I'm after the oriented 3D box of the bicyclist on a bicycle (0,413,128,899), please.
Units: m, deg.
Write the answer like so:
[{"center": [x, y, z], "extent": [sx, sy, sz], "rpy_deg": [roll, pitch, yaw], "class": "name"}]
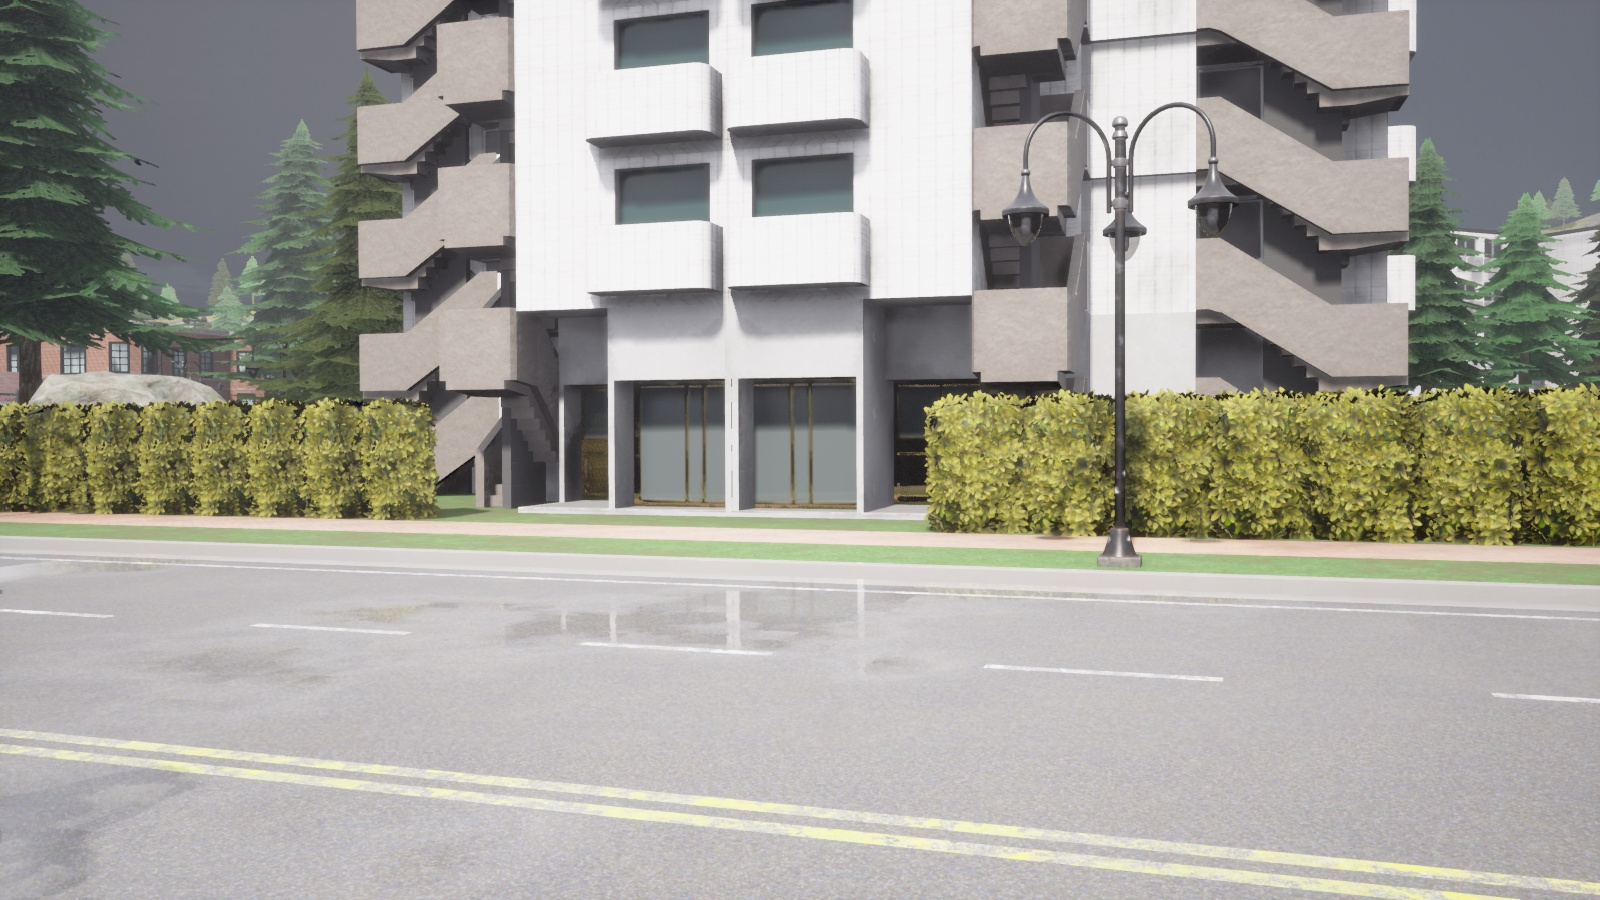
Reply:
[{"center": [-3.228, 0.683, 4.260], "extent": [1.509, 1.612, 0.866], "rpy_deg": [1, 1, 18], "class": "bicyclist on a bicycle"}]
